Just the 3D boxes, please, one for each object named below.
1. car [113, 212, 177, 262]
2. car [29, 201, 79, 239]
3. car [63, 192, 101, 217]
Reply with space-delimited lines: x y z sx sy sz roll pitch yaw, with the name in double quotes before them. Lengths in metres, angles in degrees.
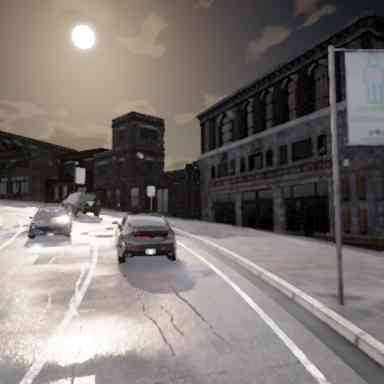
"car" -1.800 1.492 12.143 1.837 1.490 4.892 1 0 -14
"car" -7.114 1.436 16.935 2.033 1.411 5.357 1 0 -22
"car" -9.884 1.078 29.503 2.150 2.045 5.566 3 -1 -35
